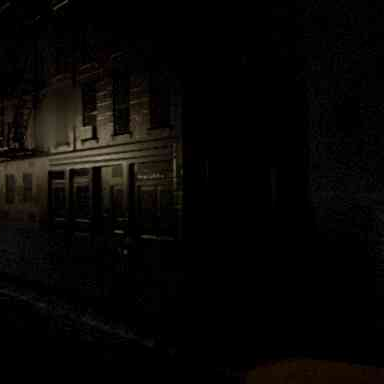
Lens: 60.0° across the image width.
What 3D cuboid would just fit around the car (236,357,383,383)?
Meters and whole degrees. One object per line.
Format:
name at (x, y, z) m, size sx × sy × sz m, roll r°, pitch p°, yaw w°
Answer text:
car at (2.205, 1.524, 1.391) m, size 4.829 × 1.417 × 1.752 m, roll 0°, pitch -1°, yaw 36°
